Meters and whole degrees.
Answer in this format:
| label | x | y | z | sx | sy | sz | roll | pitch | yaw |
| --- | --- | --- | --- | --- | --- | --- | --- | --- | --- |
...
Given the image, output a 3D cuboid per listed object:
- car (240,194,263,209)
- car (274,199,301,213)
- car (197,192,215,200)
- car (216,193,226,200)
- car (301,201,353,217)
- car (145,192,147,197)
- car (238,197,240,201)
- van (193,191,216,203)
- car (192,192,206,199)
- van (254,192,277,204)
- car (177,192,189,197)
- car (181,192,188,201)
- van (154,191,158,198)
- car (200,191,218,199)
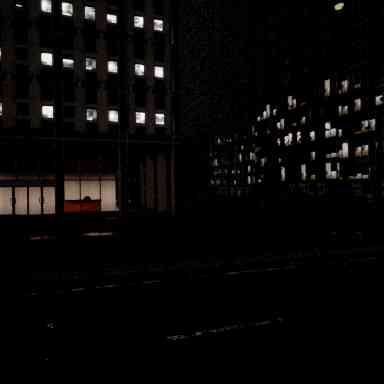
| label | x | y | z | sx | sy | sz | roll | pitch | yaw |
| --- | --- | --- | --- | --- | --- | --- | --- | --- | --- |
| car | 8.072 | 1.332 | 40.090 | 1.947 | 1.339 | 4.313 | 0 | 1 | -21 |
| car | 10.060 | 1.399 | 34.765 | 1.802 | 1.307 | 4.206 | 0 | 1 | -21 |
| car | 2.864 | 0.879 | 69.858 | 1.882 | 1.535 | 5.008 | -1 | 1 | -21 |
| car | 5.733 | 0.954 | 69.637 | 1.802 | 1.307 | 4.206 | 0 | 1 | -21 |
| car | 12.086 | 1.434 | 29.453 | 1.947 | 1.339 | 4.313 | 0 | 1 | -21 |
| car | -10.257 | 0.733 | 87.841 | 1.967 | 1.590 | 4.097 | 0 | 1 | -21 |
| car | 9.817 | 1.060 | 59.029 | 1.802 | 1.307 | 4.206 | 0 | 1 | -21 |
| van | 1.996 | 0.952 | 56.017 | 1.690 | 1.788 | 3.998 | 0 | 1 | -21 |
| car | 1.647 | 0.706 | 80.243 | 1.967 | 1.590 | 4.097 | 0 | 1 | -21 |
| van | 11.858 | 0.871 | 53.722 | 1.690 | 1.788 | 3.998 | 0 | 1 | -21 |
| car | -2.436 | 0.710 | 90.852 | 2.008 | 1.369 | 4.403 | 0 | 1 | -21 |
| car | -2.088 | 1.056 | 66.627 | 2.008 | 1.369 | 4.403 | 0 | 1 | -21 |
| van | -8.215 | 0.687 | 82.537 | 1.690 | 1.788 | 3.998 | 0 | 1 | -21 |
| car | 3.689 | 0.634 | 74.938 | 2.192 | 1.841 | 5.009 | 0 | 1 | -21 |
